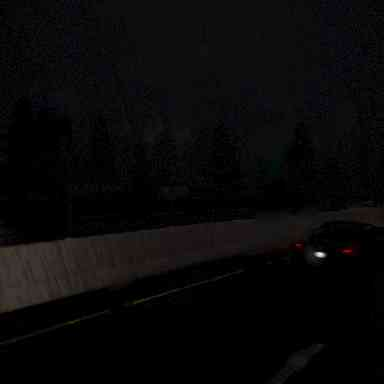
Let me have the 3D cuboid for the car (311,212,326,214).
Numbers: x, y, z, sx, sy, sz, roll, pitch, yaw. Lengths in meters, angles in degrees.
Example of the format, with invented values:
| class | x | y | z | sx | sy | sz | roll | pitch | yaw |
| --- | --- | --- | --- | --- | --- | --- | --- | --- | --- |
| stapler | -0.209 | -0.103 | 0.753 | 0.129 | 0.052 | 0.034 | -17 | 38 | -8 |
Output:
| class | x | y | z | sx | sy | sz | roll | pitch | yaw |
| --- | --- | --- | --- | --- | --- | --- | --- | --- | --- |
| car | 12.023 | 1.491 | 29.270 | 4.902 | 1.511 | 2.128 | 0 | 0 | -33 |

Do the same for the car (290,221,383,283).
| class | x | y | z | sx | sy | sz | roll | pitch | yaw |
| --- | --- | --- | --- | --- | --- | --- | --- | --- | --- |
| car | 4.687 | 1.564 | 9.835 | 4.181 | 1.385 | 1.994 | 0 | 0 | -44 |

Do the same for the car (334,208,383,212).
| class | x | y | z | sx | sy | sz | roll | pitch | yaw |
| --- | --- | --- | --- | --- | --- | --- | --- | --- | --- |
| car | 13.478 | 1.477 | 26.050 | 5.008 | 1.535 | 1.882 | 0 | 0 | -33 |
